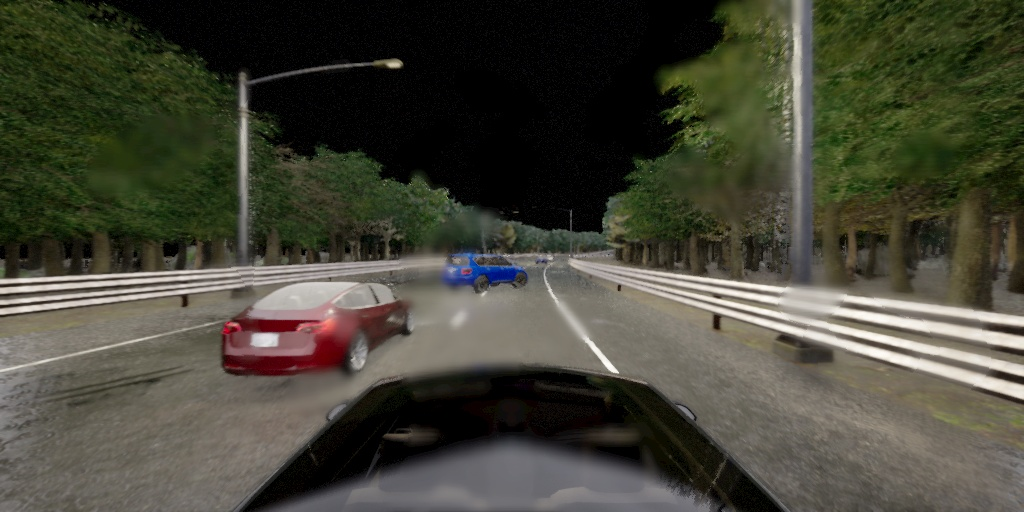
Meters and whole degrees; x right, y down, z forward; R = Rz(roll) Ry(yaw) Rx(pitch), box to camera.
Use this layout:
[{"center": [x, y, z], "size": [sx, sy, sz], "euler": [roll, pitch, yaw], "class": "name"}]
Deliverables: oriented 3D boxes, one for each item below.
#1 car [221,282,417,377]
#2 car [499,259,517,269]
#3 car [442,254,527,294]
[{"center": [-3.468, 1.236, 7.433], "size": [2.163, 1.488, 4.792], "euler": [0, 0, 1], "class": "car"}, {"center": [-0.504, 1.105, 50.746], "size": [1.895, 1.301, 4.718], "euler": [0, 0, 7], "class": "car"}, {"center": [-1.394, 0.904, 20.339], "size": [2.150, 2.045, 5.566], "euler": [0, 0, 38], "class": "car"}]
